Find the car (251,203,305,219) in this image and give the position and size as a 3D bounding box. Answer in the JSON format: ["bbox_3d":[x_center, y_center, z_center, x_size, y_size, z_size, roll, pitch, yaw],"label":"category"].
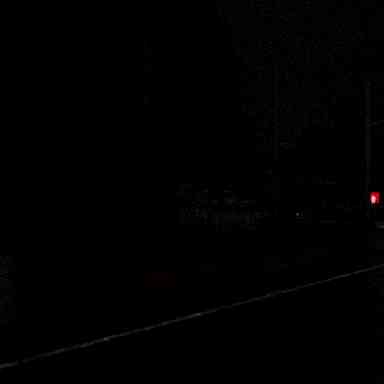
[{"bbox_3d":[7.495,1.616,29.269,1.895,1.301,4.718,0,0,-37],"label":"car"}]

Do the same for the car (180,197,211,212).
[{"bbox_3d":[0.349,1.579,38.732,1.994,1.385,4.181,0,0,-37],"label":"car"}]

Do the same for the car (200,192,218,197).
[{"bbox_3d":[5.034,1.113,92.368,1.932,1.855,4.605,0,0,-37],"label":"car"}]
